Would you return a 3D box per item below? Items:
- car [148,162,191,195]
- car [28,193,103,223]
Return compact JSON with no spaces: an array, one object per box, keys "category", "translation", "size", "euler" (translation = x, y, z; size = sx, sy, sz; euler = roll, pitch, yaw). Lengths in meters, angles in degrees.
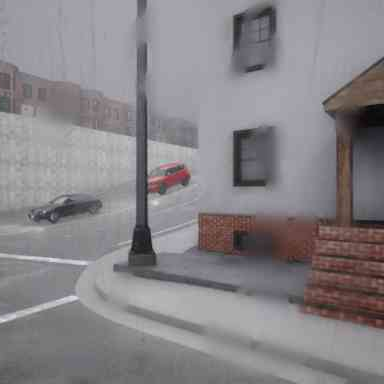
[{"category":"car","translation":[-2.304,-1.194,28.660],"size":[2.150,2.045,5.566],"euler":[0,13,34]},{"category":"car","translation":[-7.782,0.866,20.829],"size":[1.812,1.442,4.674],"euler":[0,7,35]}]
